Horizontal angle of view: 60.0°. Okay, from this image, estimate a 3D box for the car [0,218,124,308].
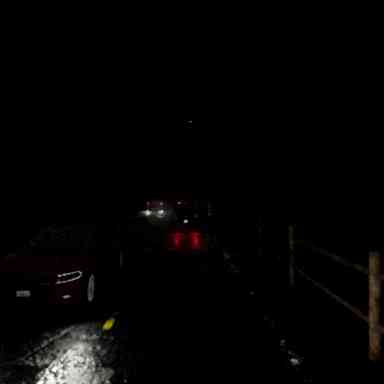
[{"bbox_3d":[-2.962,1.489,8.243,1.882,1.535,5.008,0,0,-1],"label":"car"}]

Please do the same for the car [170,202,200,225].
[{"bbox_3d":[-0.520,1.638,24.165,1.895,1.301,4.718,0,0,-3],"label":"car"}]

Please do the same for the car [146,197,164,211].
[{"bbox_3d":[-4.630,1.415,42.015,2.097,1.767,4.553,0,0,-5],"label":"car"}]

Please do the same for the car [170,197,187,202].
[{"bbox_3d":[-1.697,1.422,42.125,2.097,1.767,4.553,0,0,-5],"label":"car"}]
